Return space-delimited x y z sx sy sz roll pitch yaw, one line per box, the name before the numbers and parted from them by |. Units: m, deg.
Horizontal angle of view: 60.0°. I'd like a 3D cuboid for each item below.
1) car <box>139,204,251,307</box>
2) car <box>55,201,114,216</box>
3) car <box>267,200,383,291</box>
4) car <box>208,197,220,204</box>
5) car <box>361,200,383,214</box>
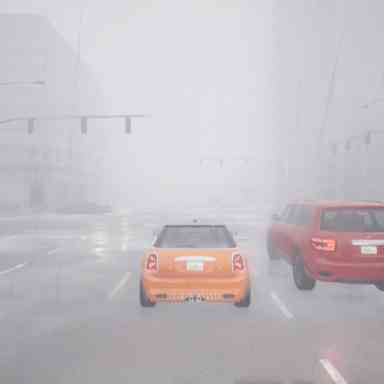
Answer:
car | 0.077 1.351 8.115 2.097 1.767 4.553 0 0 1
car | -10.321 1.544 32.154 5.357 1.411 2.033 0 0 1
car | 3.556 1.220 9.134 2.150 2.045 5.566 0 0 3
car | 3.712 1.520 57.371 1.812 1.442 4.674 0 0 0
car | 20.540 1.560 35.269 4.181 1.385 1.994 0 0 1
